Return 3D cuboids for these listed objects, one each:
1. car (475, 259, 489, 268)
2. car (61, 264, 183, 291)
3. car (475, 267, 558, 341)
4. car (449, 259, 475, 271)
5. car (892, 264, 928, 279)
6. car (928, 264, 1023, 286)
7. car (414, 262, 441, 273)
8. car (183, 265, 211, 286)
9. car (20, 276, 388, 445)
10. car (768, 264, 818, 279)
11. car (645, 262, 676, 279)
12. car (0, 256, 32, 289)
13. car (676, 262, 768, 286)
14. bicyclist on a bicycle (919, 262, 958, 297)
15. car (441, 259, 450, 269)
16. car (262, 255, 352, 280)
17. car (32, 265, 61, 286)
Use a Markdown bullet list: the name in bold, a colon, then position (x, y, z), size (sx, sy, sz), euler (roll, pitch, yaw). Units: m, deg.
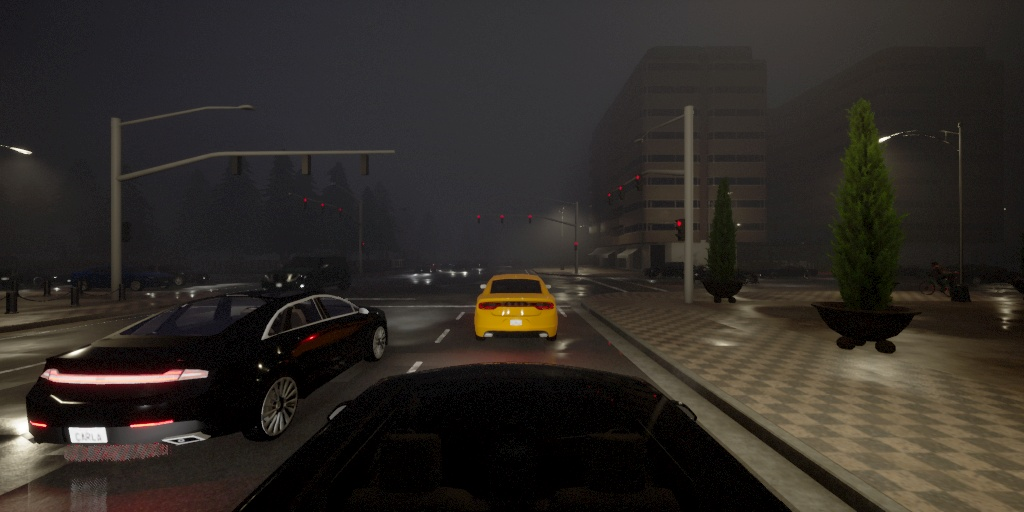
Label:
- **car**: position (-5.208, 1.255, 58.993), size (1.837, 1.490, 4.892), euler (0, 0, 16)
- **car**: position (-23.438, 1.283, 21.699), size (5.008, 1.535, 1.882), euler (0, 0, 0)
- **car**: position (0.104, 1.228, 9.922), size (1.882, 1.535, 5.008), euler (0, 0, 0)
- **car**: position (-6.668, 1.228, 48.411), size (1.882, 1.535, 5.008), euler (0, 0, 3)
- **car**: position (34.915, 1.406, 32.560), size (4.718, 1.301, 1.895), euler (0, 0, 0)
- **car**: position (33.120, 1.312, 25.365), size (4.892, 1.490, 1.837), euler (0, 0, 0)
- **car**: position (-10.379, 1.351, 43.627), size (1.895, 1.301, 4.718), euler (0, 0, 1)
- **car**: position (-24.023, 1.310, 25.209), size (4.892, 1.490, 1.837), euler (0, 0, 1)
- **car**: position (-3.424, 1.242, 5.339), size (2.128, 1.511, 4.902), euler (0, 0, 0)
- **car**: position (24.715, 1.406, 32.539), size (4.718, 1.301, 1.895), euler (0, 0, 0)
- **car**: position (14.639, 1.283, 32.510), size (5.008, 1.535, 1.882), euler (0, 0, 0)
- **car**: position (-33.373, 1.027, 21.671), size (5.566, 2.045, 2.150), euler (0, 0, 0)
- **car**: position (14.698, 1.297, 25.366), size (4.902, 1.511, 2.128), euler (0, 0, 1)
- **bicyclist on a bicycle**: position (20.283, 1.106, 17.043), size (0.582, 1.620, 1.656), euler (0, 0, 0)
- **car**: position (-9.509, 1.228, 55.320), size (1.882, 1.535, 5.008), euler (0, 0, 9)
- **car**: position (-10.557, 0.974, 19.026), size (2.150, 2.045, 5.566), euler (0, 0, 0)
- **car**: position (-33.765, 1.353, 25.168), size (5.357, 1.411, 2.033), euler (0, 0, 0)
